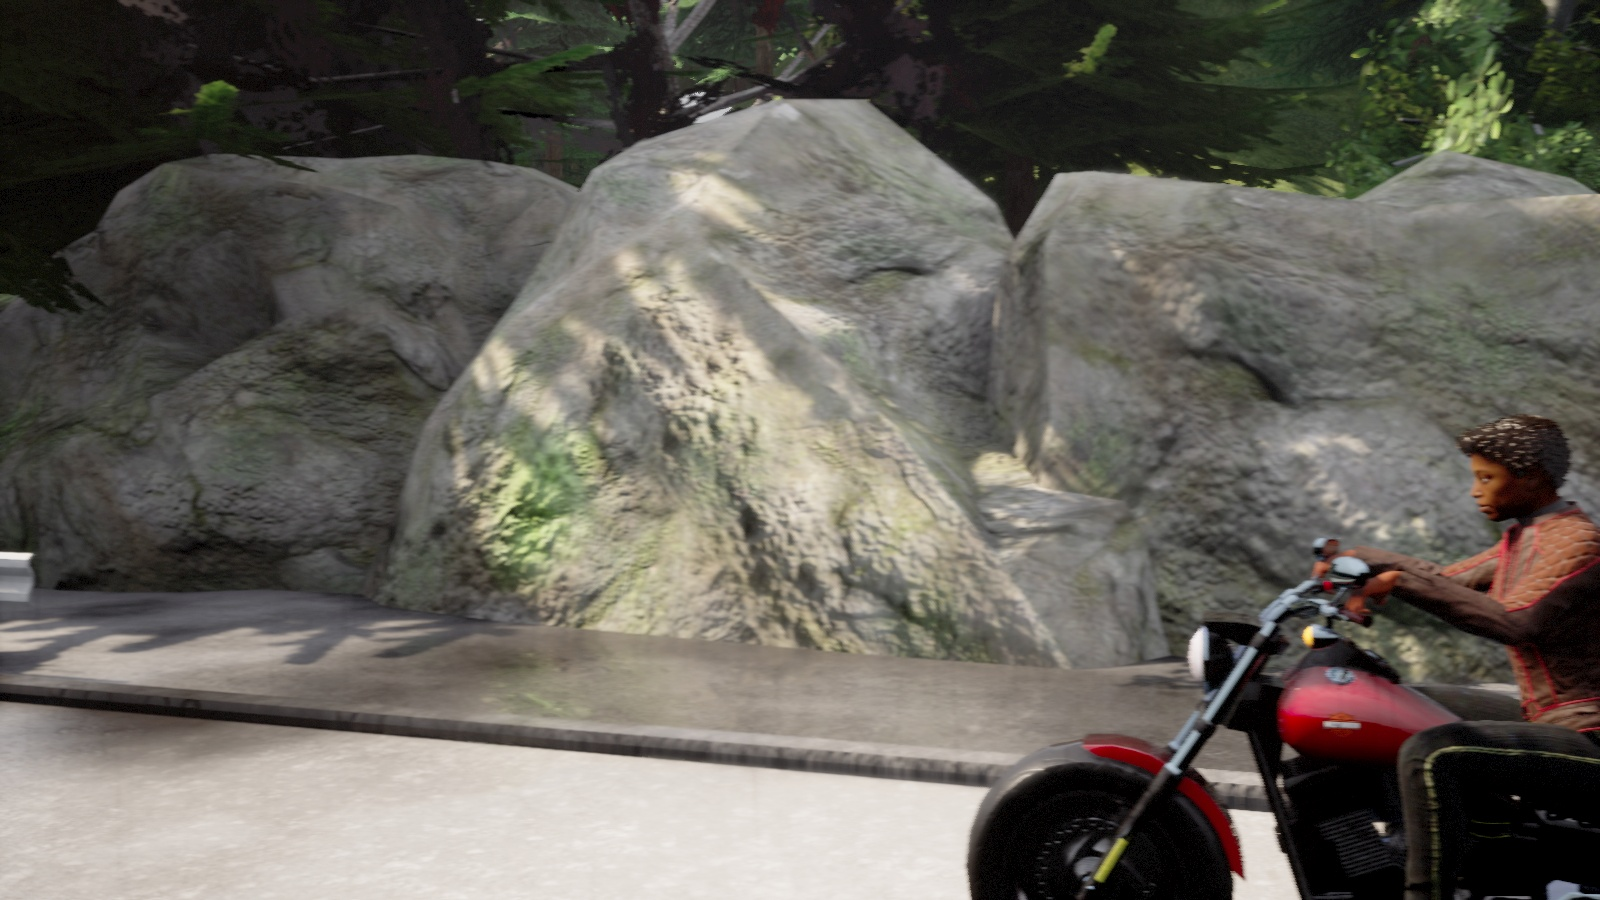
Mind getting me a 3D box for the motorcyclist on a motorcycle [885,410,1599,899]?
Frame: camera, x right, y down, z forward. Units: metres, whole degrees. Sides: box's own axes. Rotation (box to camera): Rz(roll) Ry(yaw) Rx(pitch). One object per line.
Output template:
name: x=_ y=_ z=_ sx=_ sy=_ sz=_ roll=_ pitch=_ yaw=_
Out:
motorcyclist on a motorcycle: x=1.456 y=0.730 z=3.230 sx=2.350 sy=1.649 sz=0.766 roll=0 pitch=1 yaw=19
